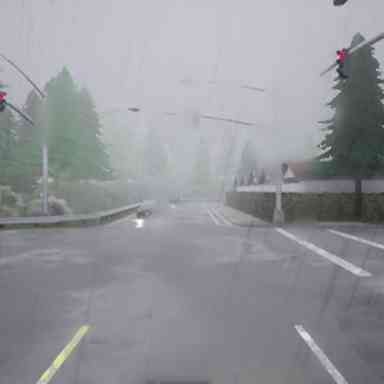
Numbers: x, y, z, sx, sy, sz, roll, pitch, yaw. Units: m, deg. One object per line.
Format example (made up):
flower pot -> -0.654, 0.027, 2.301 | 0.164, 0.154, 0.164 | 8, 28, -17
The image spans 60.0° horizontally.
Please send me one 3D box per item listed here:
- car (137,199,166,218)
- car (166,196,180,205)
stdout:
car -> -3.486, 1.389, 28.250 | 1.812, 1.442, 4.674 | 0, 0, 0
car -> -3.222, 1.327, 53.404 | 1.895, 1.301, 4.718 | 0, 0, 10
